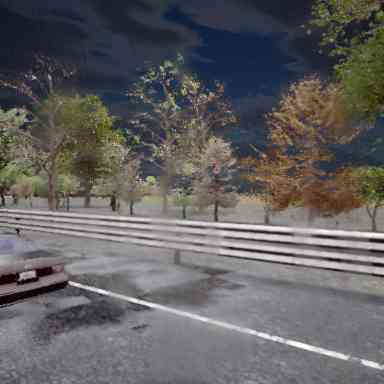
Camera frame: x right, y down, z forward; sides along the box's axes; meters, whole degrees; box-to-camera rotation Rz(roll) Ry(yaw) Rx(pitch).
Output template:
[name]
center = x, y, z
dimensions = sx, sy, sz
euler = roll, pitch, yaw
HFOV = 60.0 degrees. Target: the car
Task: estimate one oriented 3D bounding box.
[car]
center = -4.989, 1.543, 7.487
dimensions = 5.357, 1.411, 2.033
euler = 0, 0, 36
